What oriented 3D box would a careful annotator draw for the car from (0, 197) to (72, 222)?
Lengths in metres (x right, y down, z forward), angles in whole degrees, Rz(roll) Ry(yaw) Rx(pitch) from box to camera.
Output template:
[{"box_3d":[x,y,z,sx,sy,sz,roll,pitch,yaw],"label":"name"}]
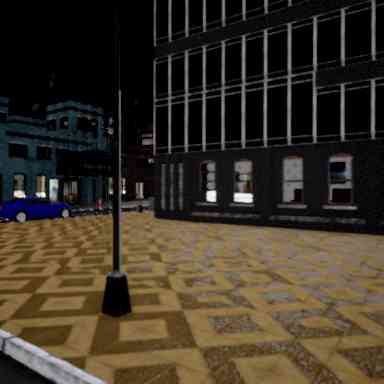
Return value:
[{"box_3d":[-10.368,1.077,22.022,1.882,1.535,5.008,0,1,35],"label":"car"}]
